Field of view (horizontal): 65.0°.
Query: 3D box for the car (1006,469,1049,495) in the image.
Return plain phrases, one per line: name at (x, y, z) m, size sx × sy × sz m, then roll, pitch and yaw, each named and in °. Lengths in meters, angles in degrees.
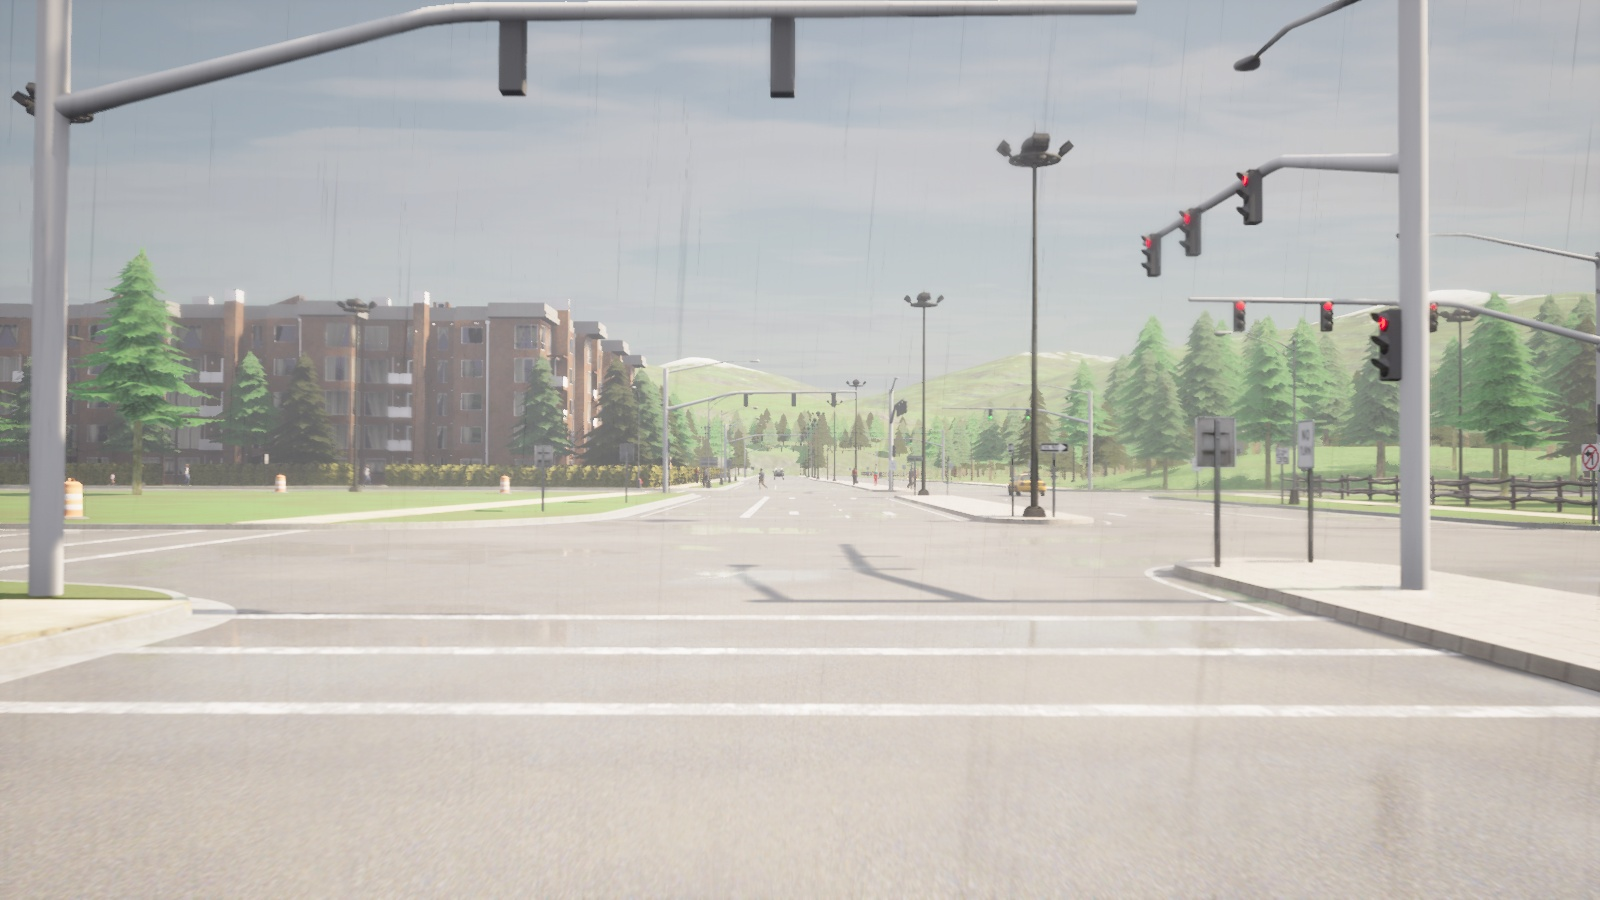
car at (14.801, 2.067, 81.996) m, size 1.801 × 1.575 × 5.366 m, roll 0°, pitch -1°, yaw 0°
